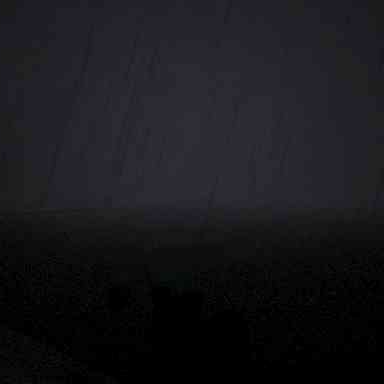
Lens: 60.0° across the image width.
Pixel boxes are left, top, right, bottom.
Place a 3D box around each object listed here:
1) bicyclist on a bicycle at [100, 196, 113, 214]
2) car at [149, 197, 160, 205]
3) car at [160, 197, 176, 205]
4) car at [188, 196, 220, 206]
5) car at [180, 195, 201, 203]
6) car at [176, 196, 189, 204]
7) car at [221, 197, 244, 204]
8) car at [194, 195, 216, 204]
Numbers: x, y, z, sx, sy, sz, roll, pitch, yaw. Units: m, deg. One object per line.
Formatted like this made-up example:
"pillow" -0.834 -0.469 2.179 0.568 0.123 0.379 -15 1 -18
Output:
"bicyclist on a bicycle" -8.062 1.156 31.742 1.656 1.620 0.582 33 17 27
"car" -5.855 1.564 60.712 1.994 1.385 4.181 0 0 35
"car" -3.025 1.564 58.659 1.994 1.385 4.181 0 0 35
"car" 1.990 1.478 53.634 1.882 1.535 5.008 0 0 35
"car" -0.202 1.477 68.917 1.882 1.535 5.008 0 0 35
"car" -0.152 1.564 56.662 1.994 1.385 4.181 0 0 35
"car" 7.952 1.601 62.253 1.895 1.301 4.718 0 0 35
"car" 2.668 1.477 66.914 1.882 1.535 5.008 0 0 35
